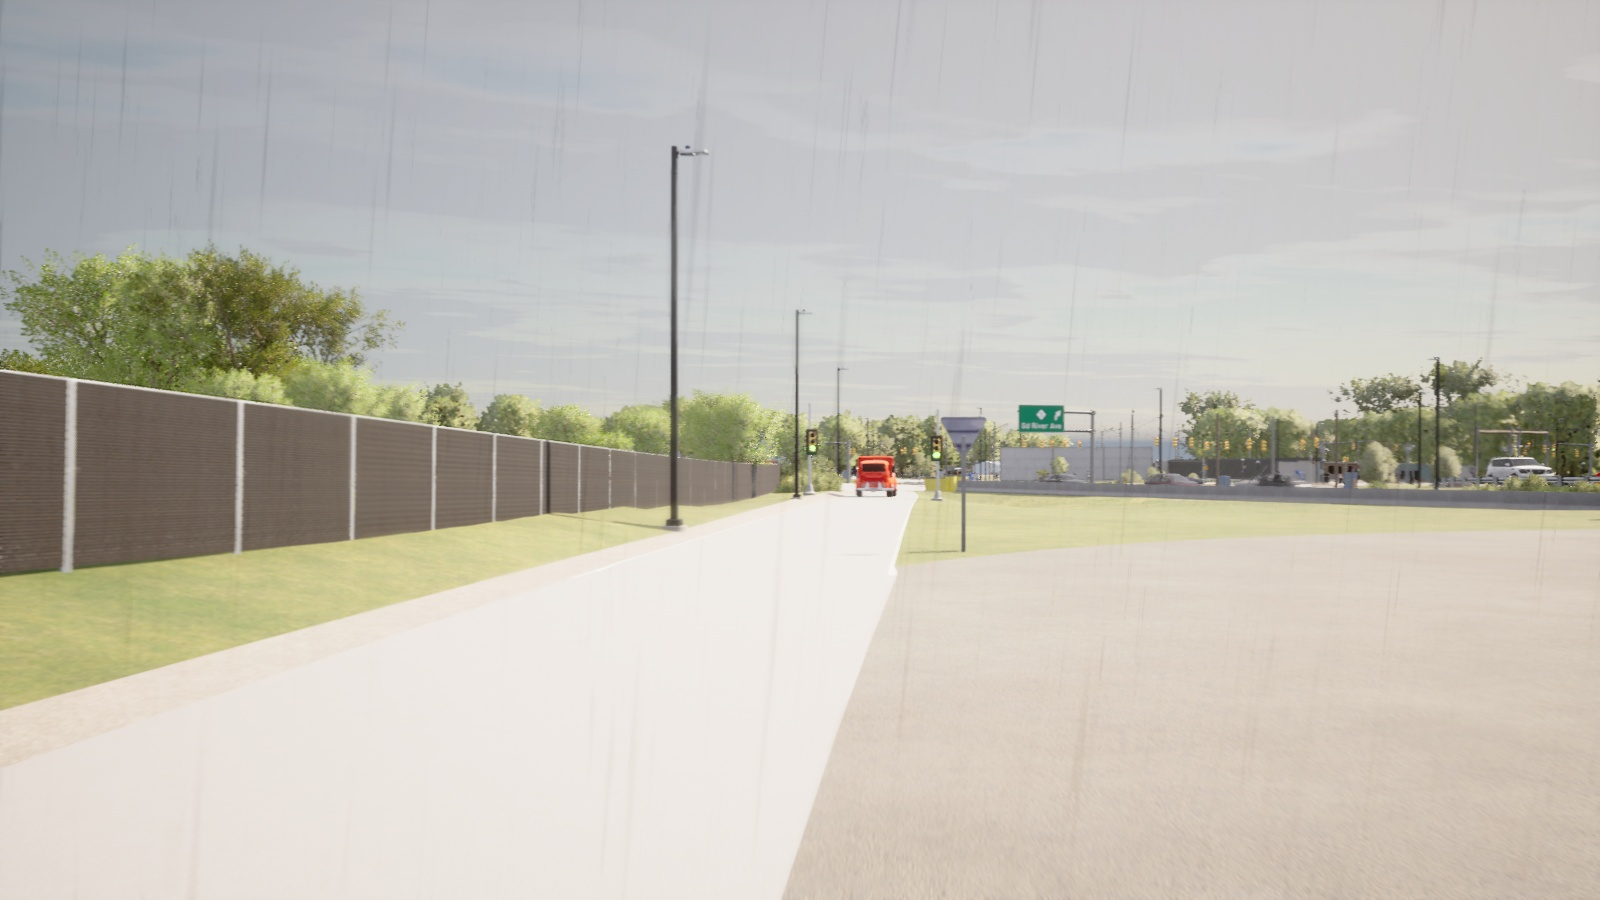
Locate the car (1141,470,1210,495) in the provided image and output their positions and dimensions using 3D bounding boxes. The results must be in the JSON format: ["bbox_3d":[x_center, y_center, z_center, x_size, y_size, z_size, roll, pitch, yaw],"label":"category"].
[{"bbox_3d":[25.872,2.234,86.653,2.033,1.649,4.856,-1,-1,-21],"label":"car"}]

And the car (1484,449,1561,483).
[{"bbox_3d":[47.316,1.088,82.403,2.150,2.045,5.566,-1,-2,4],"label":"car"}]

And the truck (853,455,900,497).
[{"bbox_3d":[4.694,1.583,76.431,2.627,2.467,5.204,0,-1,6],"label":"truck"}]

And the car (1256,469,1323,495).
[{"bbox_3d":[31.654,2.048,81.313,1.851,1.617,3.988,-1,-1,-21],"label":"car"}]
